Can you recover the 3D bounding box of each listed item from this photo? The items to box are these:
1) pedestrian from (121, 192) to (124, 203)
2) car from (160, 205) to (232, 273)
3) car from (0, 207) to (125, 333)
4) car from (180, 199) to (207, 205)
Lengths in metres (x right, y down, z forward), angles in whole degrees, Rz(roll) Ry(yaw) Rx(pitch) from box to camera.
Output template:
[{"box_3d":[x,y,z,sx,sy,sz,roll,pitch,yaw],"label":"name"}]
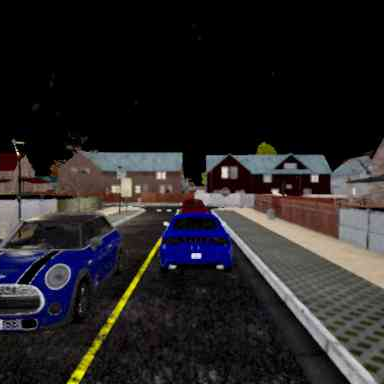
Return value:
[{"box_3d":[-9.360,0.604,44.862,0.375,1.860,0.375,0,0,1],"label":"pedestrian"},{"box_3d":[0.098,1.373,10.399,1.882,1.535,5.008,0,0,0],"label":"car"},{"box_3d":[-2.849,1.281,6.997,2.097,1.767,4.553,0,1,0],"label":"car"},{"box_3d":[0.094,1.228,24.877,1.882,1.535,5.008,0,1,0],"label":"car"}]
